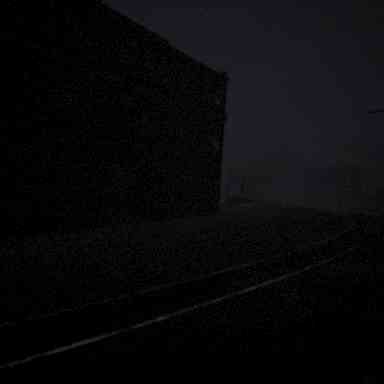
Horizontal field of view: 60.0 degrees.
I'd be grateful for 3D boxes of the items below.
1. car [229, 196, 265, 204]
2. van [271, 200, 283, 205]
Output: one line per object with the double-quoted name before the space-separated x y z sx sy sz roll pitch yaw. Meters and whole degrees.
"car" 7.099 1.240 43.323 4.902 1.511 2.128 -1 -5 38
"van" 14.974 2.408 58.466 1.878 1.987 4.442 1 -5 18
